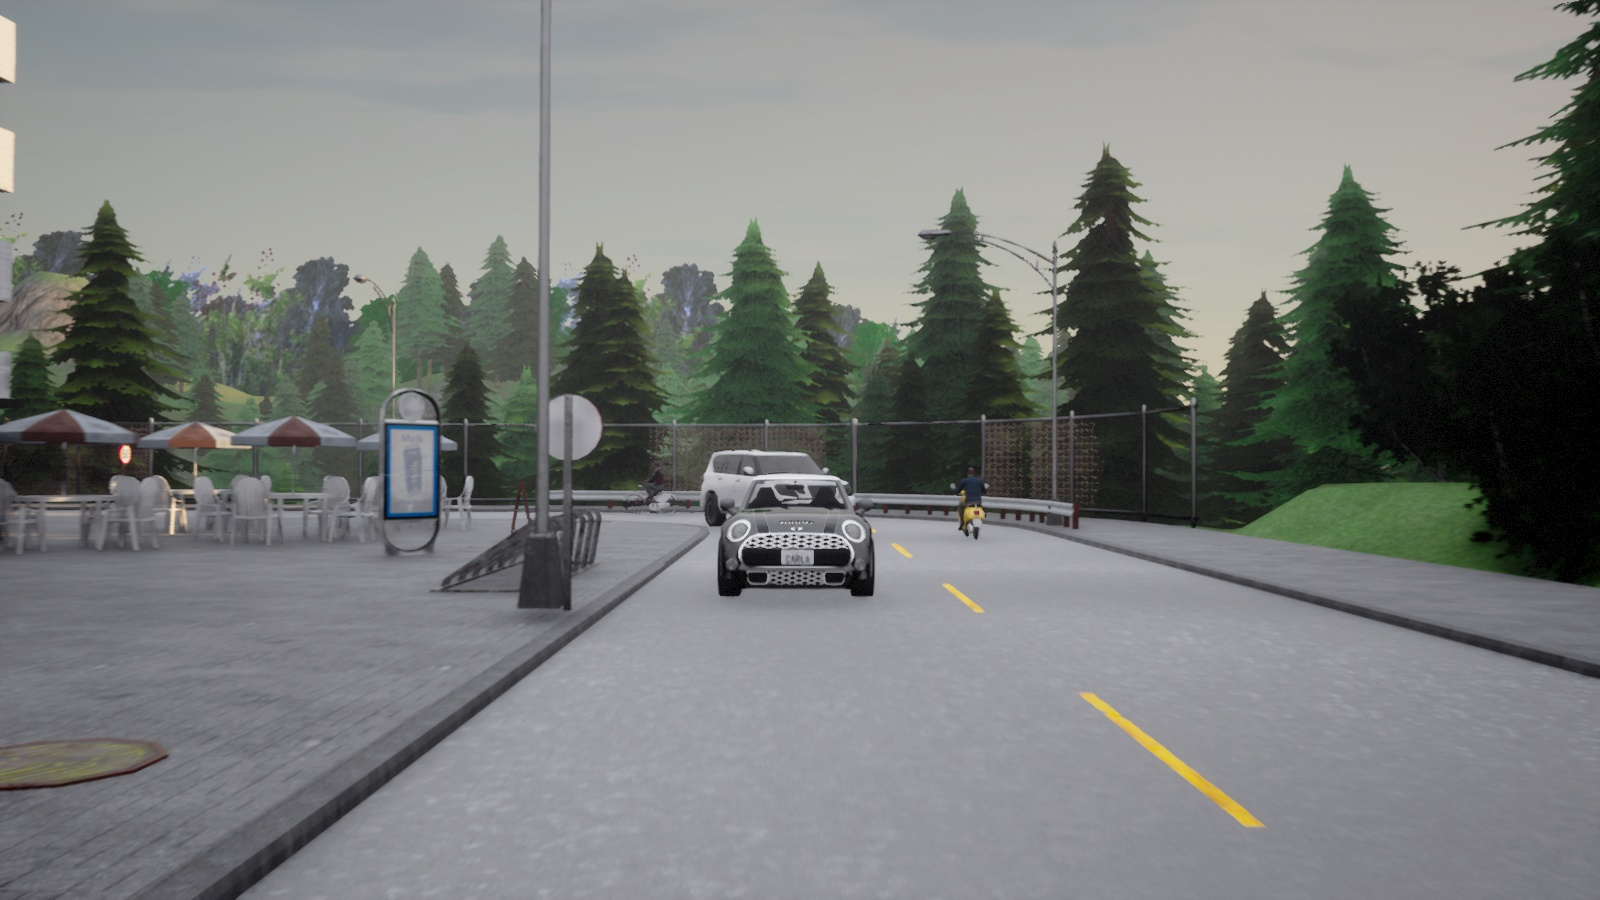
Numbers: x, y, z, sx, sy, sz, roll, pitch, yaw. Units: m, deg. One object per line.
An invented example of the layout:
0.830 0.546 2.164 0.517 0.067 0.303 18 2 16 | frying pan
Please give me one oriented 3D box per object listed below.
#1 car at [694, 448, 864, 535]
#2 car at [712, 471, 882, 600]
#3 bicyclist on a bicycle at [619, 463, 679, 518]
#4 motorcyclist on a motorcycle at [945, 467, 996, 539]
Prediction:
-0.675 1.026 32.518 2.150 2.045 5.566 1 -1 -27 | car
-0.039 1.027 16.509 1.970 1.475 3.806 0 -1 0 | car
-4.959 1.329 41.361 1.843 1.776 0.659 0 1 17 | bicyclist on a bicycle
3.878 1.183 28.643 0.866 1.590 1.817 0 -1 -1 | motorcyclist on a motorcycle
